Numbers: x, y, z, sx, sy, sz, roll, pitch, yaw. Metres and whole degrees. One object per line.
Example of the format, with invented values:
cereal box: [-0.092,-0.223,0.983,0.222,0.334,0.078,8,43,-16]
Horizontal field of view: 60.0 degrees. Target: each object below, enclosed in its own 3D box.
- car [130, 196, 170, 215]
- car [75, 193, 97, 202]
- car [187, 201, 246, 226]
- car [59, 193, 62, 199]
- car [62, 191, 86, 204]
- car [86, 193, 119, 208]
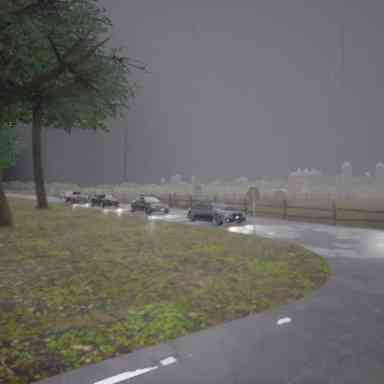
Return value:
car: [-3.749,1.122,28.636,1.812,1.442,4.674,-1,1,-36]
car: [-16.320,0.798,50.953,1.895,1.301,4.718,-1,1,-36]
car: [1.500,1.305,21.423,1.994,1.385,4.181,-1,2,-37]
car: [-22.158,0.637,59.009,1.994,1.385,4.181,-1,1,-36]
car: [-15.573,0.661,44.991,2.097,1.767,4.553,-1,1,-36]
car: [-9.751,0.922,36.904,1.882,1.535,5.008,-1,1,-36]
